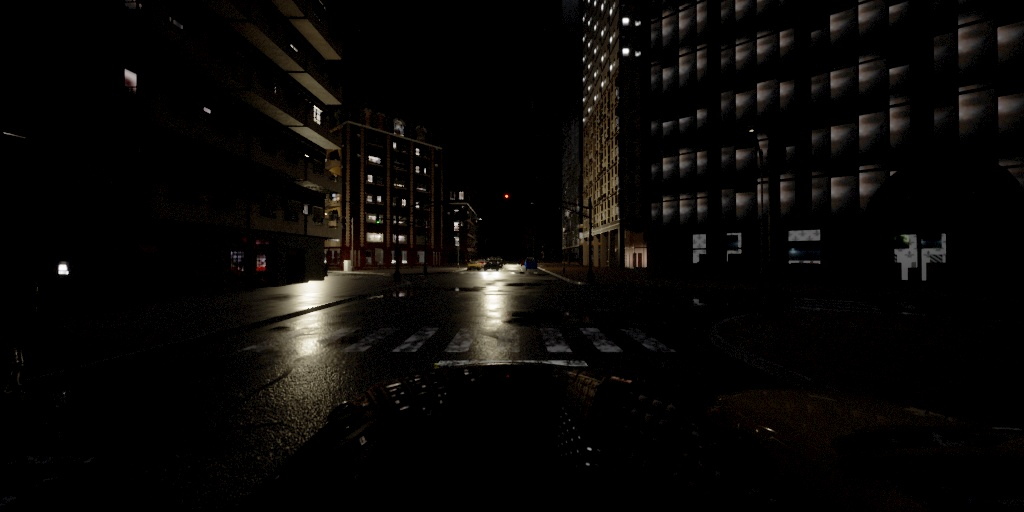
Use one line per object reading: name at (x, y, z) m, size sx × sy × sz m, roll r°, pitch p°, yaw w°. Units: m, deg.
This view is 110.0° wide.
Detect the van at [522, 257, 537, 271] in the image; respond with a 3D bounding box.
van at (2.625, 1.135, 50.077) m, size 1.690 × 1.789 × 3.998 m, roll 0°, pitch 0°, yaw 0°

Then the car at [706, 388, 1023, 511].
car at (2.563, 1.275, 1.254) m, size 1.751 × 1.417 × 4.829 m, roll 0°, pitch 0°, yaw 0°

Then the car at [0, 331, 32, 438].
car at (-5.318, 1.065, 1.088) m, size 2.192 × 1.841 × 5.009 m, roll 0°, pitch 0°, yaw 0°

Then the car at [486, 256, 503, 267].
car at (-2.764, 1.036, 59.618) m, size 2.150 × 2.045 × 5.566 m, roll 0°, pitch 0°, yaw 0°

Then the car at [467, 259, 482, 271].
car at (-5.255, 1.319, 49.917) m, size 1.751 × 1.417 × 4.829 m, roll 0°, pitch 0°, yaw 0°

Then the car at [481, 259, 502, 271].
car at (-2.788, 1.393, 49.240) m, size 1.895 × 1.301 × 4.718 m, roll 0°, pitch 0°, yaw 0°
